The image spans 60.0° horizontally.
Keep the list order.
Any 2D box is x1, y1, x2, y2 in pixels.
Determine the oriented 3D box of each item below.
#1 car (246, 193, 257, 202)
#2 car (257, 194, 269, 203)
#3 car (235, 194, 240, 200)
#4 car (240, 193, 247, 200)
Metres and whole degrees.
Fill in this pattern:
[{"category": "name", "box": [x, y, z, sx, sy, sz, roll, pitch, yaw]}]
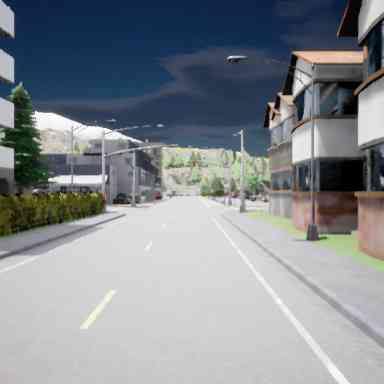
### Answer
[{"category": "car", "box": [14.165, 1.143, 67.073, 5.027, 1.636, 2.152, 0, 0, 0]}, {"category": "car", "box": [14.489, 1.221, 60.655, 3.806, 1.475, 1.970, 0, 0, 0]}, {"category": "car", "box": [13.751, 1.089, 82.773, 4.605, 1.855, 1.932, 0, 0, 0]}, {"category": "car", "box": [14.164, 1.068, 79.867, 3.866, 1.878, 1.905, 0, 0, 0]}]
